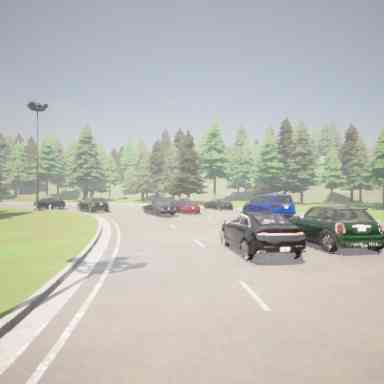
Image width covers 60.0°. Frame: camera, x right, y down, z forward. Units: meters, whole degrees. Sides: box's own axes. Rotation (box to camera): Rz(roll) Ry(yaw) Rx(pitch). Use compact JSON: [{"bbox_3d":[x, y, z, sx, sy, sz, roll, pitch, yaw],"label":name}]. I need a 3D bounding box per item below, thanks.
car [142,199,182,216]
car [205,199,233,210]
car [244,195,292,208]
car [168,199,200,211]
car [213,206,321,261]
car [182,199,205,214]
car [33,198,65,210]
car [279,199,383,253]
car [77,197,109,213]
[{"bbox_3d":[-3.220,1.548,32.098,2.033,1.411,5.357,0,0,-27],"label":"car"},{"bbox_3d":[3.265,1.564,41.801,1.994,1.385,4.181,0,0,-33],"label":"car"},{"bbox_3d":[6.201,1.223,27.153,2.150,2.045,5.566,0,0,-17],"label":"car"},{"bbox_3d":[-1.046,1.564,41.825,1.994,1.385,4.181,0,0,-37],"label":"car"},{"bbox_3d":[2.406,1.490,12.296,2.128,1.511,4.902,0,0,-9],"label":"car"},{"bbox_3d":[-0.869,1.563,34.825,1.994,1.385,4.181,0,0,-29],"label":"car"},{"bbox_3d":[-18.846,1.505,43.895,4.892,1.490,1.837,0,0,30],"label":"car"},{"bbox_3d":[5.678,1.352,13.869,2.097,1.767,4.553,0,0,-9],"label":"car"},{"bbox_3d":[-11.106,1.352,37.220,2.097,1.767,4.553,0,0,-40],"label":"car"}]
